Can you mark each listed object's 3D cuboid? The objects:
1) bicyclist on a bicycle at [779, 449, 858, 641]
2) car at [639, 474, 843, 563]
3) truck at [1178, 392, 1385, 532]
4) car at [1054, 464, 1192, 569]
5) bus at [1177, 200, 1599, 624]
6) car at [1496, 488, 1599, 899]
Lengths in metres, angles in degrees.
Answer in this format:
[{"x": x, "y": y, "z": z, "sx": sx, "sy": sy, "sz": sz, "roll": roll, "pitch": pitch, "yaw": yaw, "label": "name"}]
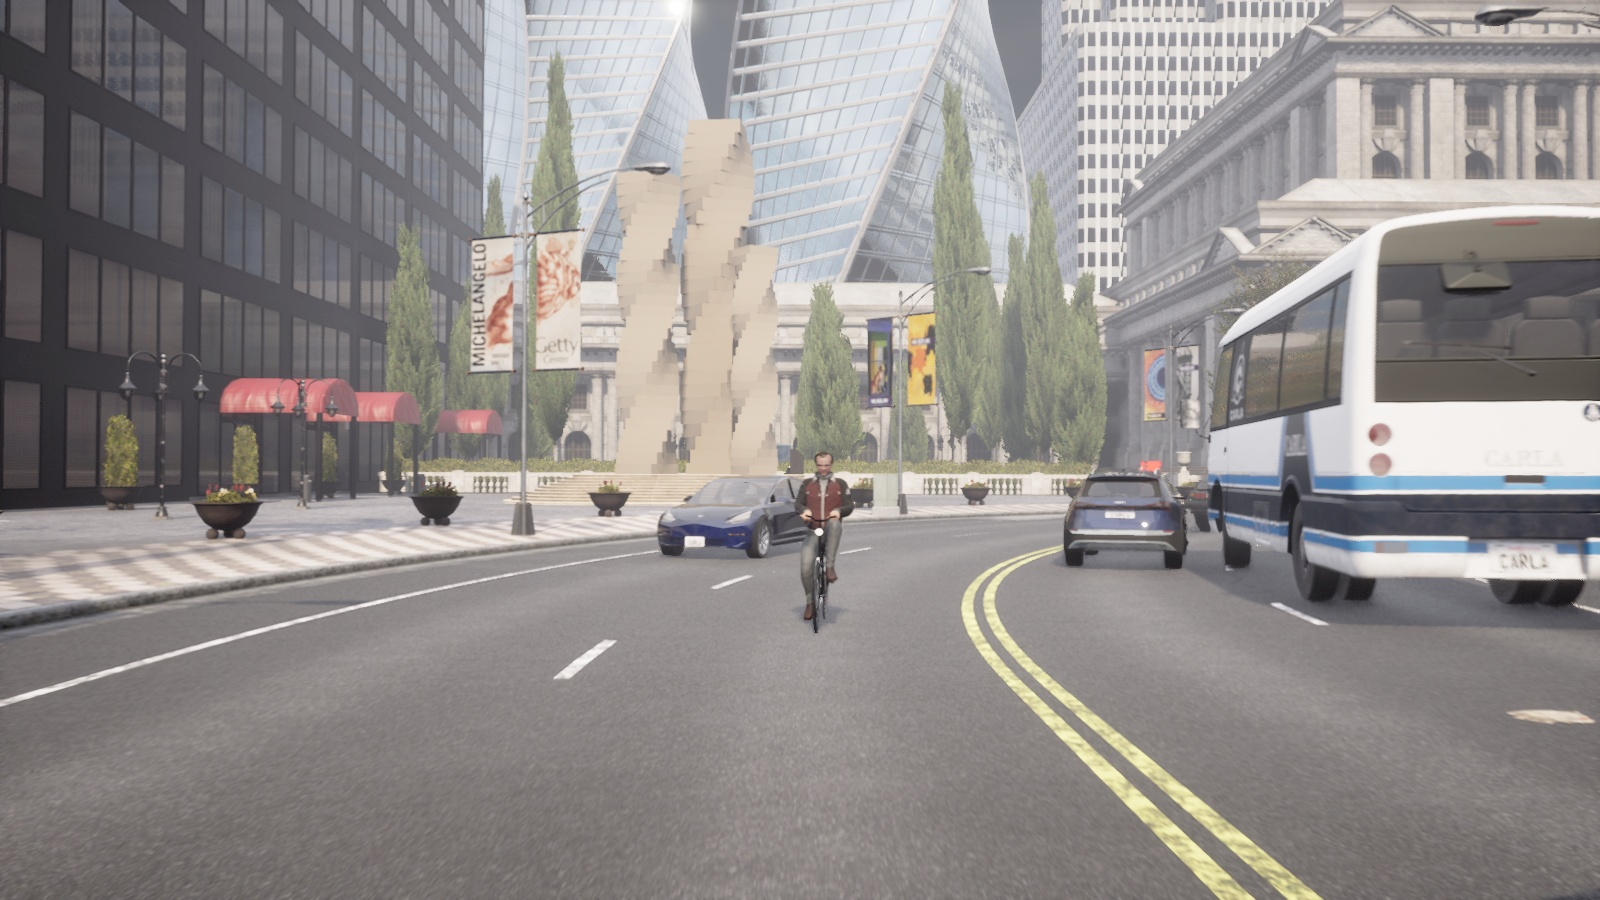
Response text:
[{"x": 0.213, "y": 0.895, "z": 12.595, "sx": 0.659, "sy": 1.776, "sz": 1.843, "roll": 0, "pitch": -1, "yaw": 5, "label": "bicyclist on a bicycle"}, {"x": -0.977, "y": 1.221, "z": 24.061, "sx": 2.163, "sy": 1.488, "sz": 4.792, "roll": -1, "pitch": -1, "yaw": 21, "label": "car"}, {"x": 13.593, "y": 0.365, "z": 35.015, "sx": 2.891, "sy": 3.462, "sz": 7.936, "roll": -1, "pitch": -1, "yaw": 40, "label": "truck"}, {"x": 5.846, "y": 1.095, "z": 22.320, "sx": 2.033, "sy": 1.649, "sz": 4.856, "roll": -1, "pitch": -1, "yaw": 18, "label": "car"}, {"x": 8.042, "y": -0.296, "z": 17.787, "sx": 3.944, "sy": 4.253, "sz": 10.273, "roll": -1, "pitch": -1, "yaw": 10, "label": "bus"}, {"x": 3.493, "y": 0.833, "z": 1.930, "sx": 2.163, "sy": 1.488, "sz": 4.792, "roll": 0, "pitch": -1, "yaw": 0, "label": "car"}]
